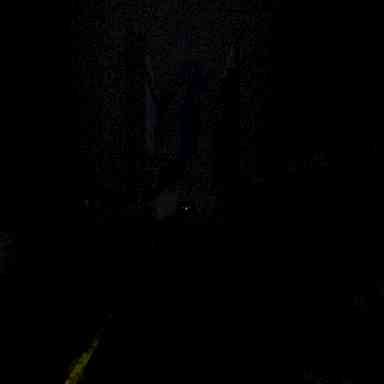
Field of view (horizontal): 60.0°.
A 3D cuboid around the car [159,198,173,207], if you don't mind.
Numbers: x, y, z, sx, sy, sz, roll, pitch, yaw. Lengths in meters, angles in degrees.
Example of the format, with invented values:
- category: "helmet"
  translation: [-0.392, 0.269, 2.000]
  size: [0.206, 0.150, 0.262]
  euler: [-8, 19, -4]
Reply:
- category: "car"
  translation: [-3.837, 1.515, 49.598]
  size: [1.895, 1.301, 4.718]
  euler: [0, 0, -1]

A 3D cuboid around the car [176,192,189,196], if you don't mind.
- category: "car"
  translation: [-0.869, 1.270, 48.667]
  size: [2.097, 1.767, 4.553]
  euler: [0, 0, -1]

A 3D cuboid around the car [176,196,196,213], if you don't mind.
- category: "car"
  translation: [-0.632, 1.461, 36.997]
  size: [1.837, 1.490, 4.892]
  euler: [0, 0, -1]
